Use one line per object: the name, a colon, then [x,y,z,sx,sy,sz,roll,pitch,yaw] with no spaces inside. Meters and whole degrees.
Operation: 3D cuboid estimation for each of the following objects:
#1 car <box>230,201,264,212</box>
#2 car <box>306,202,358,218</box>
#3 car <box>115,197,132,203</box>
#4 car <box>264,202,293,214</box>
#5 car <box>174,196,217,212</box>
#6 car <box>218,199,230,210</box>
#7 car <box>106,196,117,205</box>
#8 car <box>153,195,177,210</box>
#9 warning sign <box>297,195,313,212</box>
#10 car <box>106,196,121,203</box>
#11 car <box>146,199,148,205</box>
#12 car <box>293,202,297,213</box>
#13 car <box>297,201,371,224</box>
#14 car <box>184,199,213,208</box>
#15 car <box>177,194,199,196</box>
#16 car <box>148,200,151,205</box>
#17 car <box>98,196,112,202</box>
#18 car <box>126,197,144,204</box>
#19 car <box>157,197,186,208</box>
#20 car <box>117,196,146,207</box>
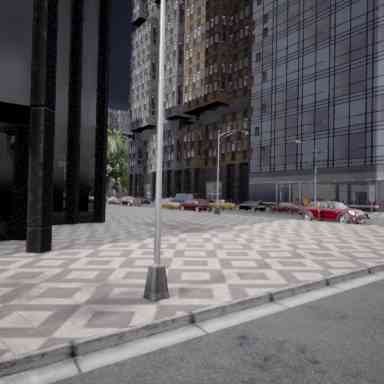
car: [7.311,1.731,41.562,1.947,1.339,4.313,2,-1,-35]
car: [13.683,1.725,32.628,1.947,1.339,4.313,2,-1,-35]
car: [-14.992,1.740,72.831,1.947,1.339,4.313,2,-1,-35]
car: [10.497,1.744,37.095,1.802,1.307,4.206,2,-1,-35]
car: [0.371,1.485,36.617,1.887,1.381,4.507,2,-1,-35]
car: [4.027,1.694,46.168,1.752,1.417,4.829,2,-1,-35]
car: [-12.377,1.532,54.488,1.802,1.307,4.206,2,-1,-35]
car: [-2.717,1.469,40.947,1.752,1.417,4.829,2,-1,-35]
warning sign: [12.854,1.338,37.781,1.300,1.860,1.060,2,-1,-35]
car: [-18.276,1.699,77.437,1.752,1.417,4.829,2,-1,-35]
car: [-9.321,1.703,60.123,1.895,1.301,4.718,2,-1,-35]
car: [11.061,1.550,26.273,2.033,1.411,5.357,2,-1,-33]
car: [9.915,1.371,23.242,1.967,1.590,4.097,2,-1,-37]
car: [0.939,1.723,50.496,2.008,1.369,4.403,2,-1,-35]
car: [-0.124,1.235,41.919,2.150,2.045,5.566,2,-1,-35]
car: [-5.433,1.726,59.431,2.008,1.369,4.403,2,-1,-35]
car: [-21.364,1.755,81.765,1.802,1.307,4.206,2,-1,-35]
car: [-11.806,1.740,68.365,1.947,1.339,4.313,2,-1,-35]
car: [-3.226,1.593,51.655,2.128,1.511,4.902,2,-1,-35]
car: [-9.187,1.389,50.022,1.967,1.590,4.097,2,-1,-35]
